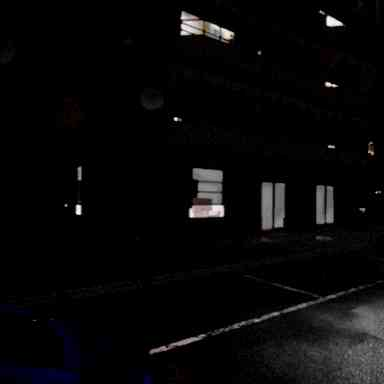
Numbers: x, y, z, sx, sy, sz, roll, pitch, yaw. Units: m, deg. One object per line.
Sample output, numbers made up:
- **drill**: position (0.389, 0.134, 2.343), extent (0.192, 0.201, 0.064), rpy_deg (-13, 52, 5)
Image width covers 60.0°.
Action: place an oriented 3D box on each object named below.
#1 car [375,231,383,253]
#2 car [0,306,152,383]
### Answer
- **car**: position (8.845, 1.673, 12.866), extent (4.313, 1.339, 1.947), rpy_deg (1, 1, -36)
- **car**: position (-2.556, 1.468, 1.550), extent (5.008, 1.535, 1.882), rpy_deg (1, -1, -36)
